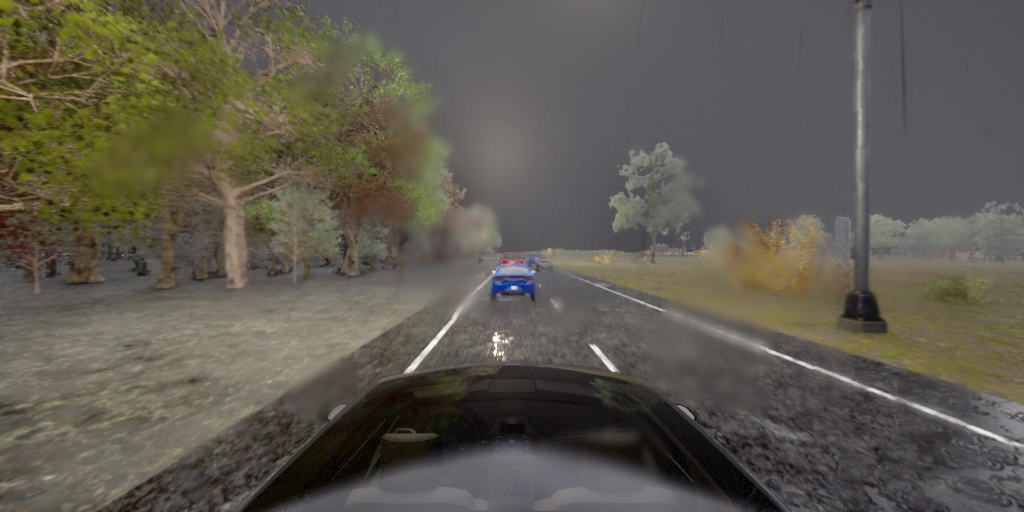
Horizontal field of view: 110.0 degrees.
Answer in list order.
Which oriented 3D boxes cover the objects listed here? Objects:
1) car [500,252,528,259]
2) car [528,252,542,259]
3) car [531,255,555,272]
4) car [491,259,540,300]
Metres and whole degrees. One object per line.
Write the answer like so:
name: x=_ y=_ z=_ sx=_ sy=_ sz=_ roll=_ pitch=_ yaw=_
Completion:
car: x=0.046 y=0.684 z=33.444 sx=2.150 sy=2.045 sz=5.566 roll=0 pitch=1 yaw=0
car: x=3.458 y=0.490 z=53.311 sx=2.150 sy=2.045 sz=5.566 roll=0 pitch=1 yaw=0
car: x=3.448 y=0.901 z=38.148 sx=2.128 sy=1.511 sz=4.902 roll=0 pitch=1 yaw=0
car: x=0.077 y=1.093 z=16.710 sx=1.882 sy=1.535 sz=5.008 roll=0 pitch=0 yaw=0
